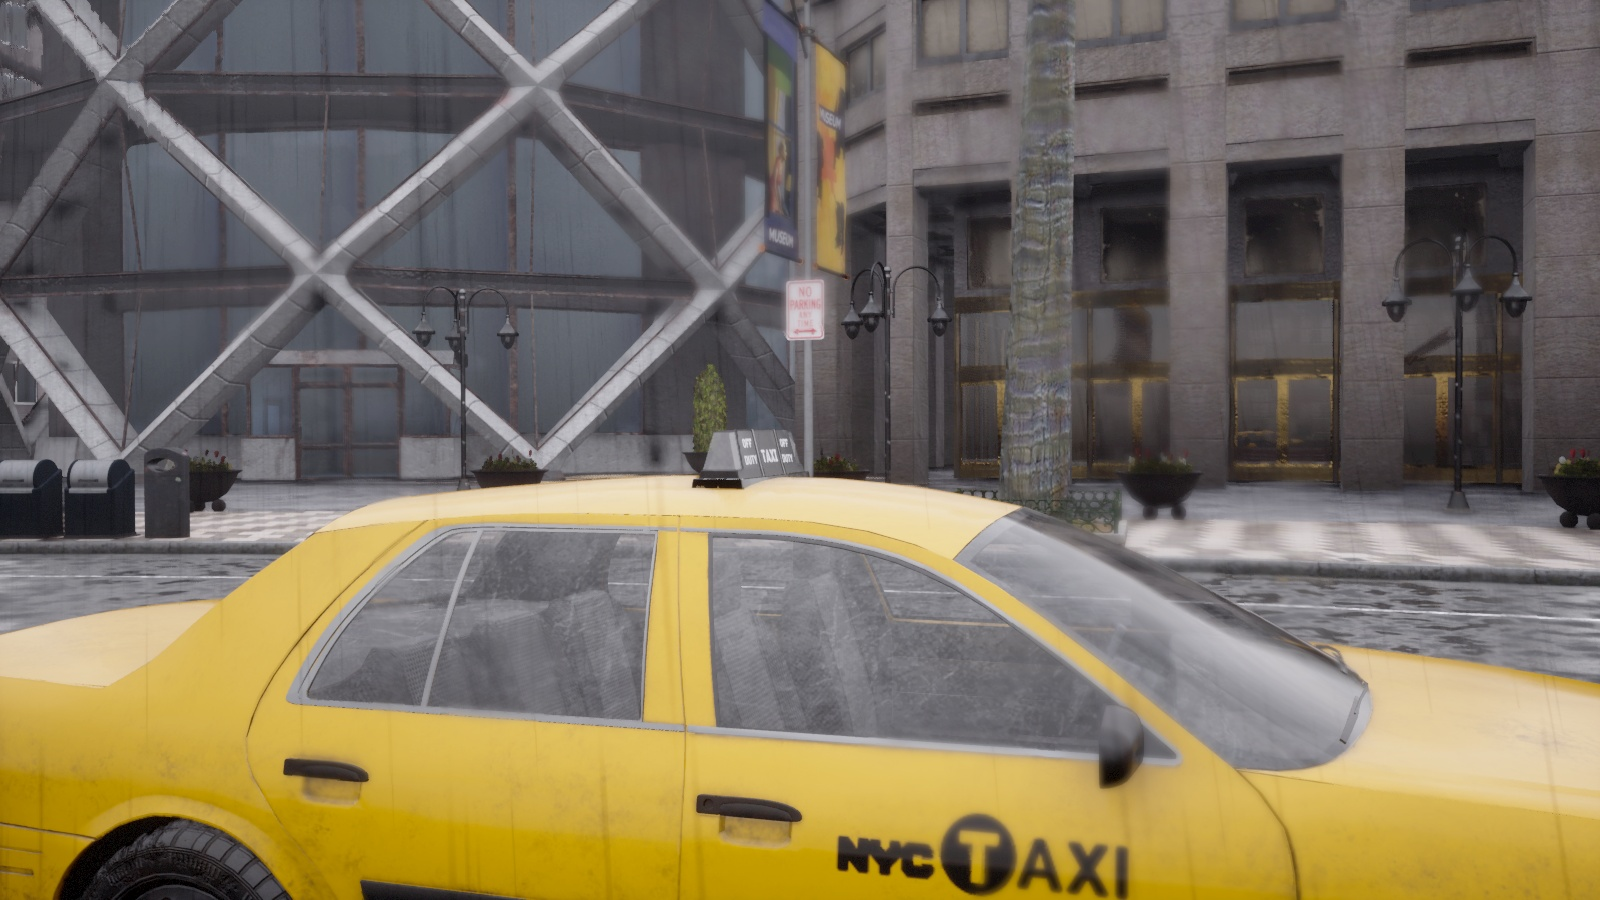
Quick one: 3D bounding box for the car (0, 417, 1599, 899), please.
[{"bbox_3d":[-0.018,0.713,3.262,5.366,1.575,1.801,0,1,17],"label":"car"}]
